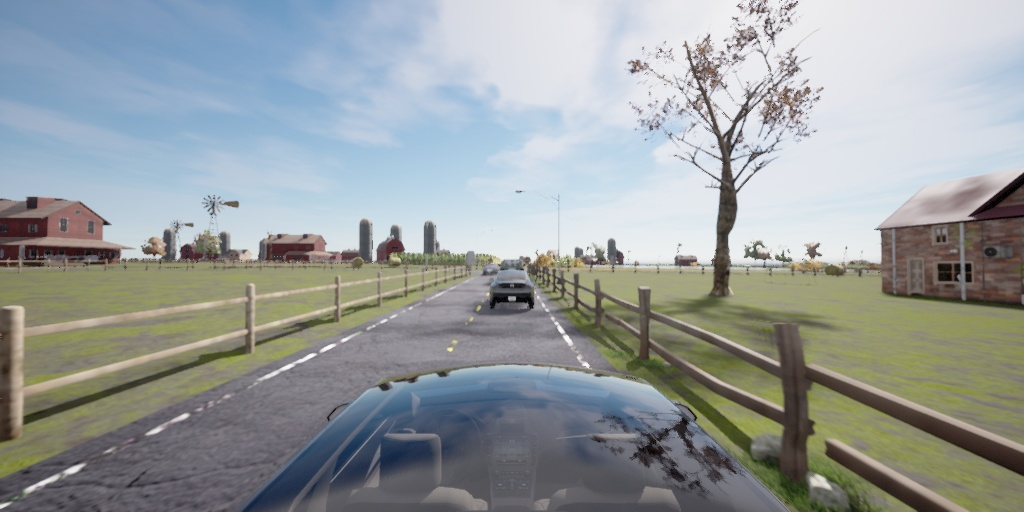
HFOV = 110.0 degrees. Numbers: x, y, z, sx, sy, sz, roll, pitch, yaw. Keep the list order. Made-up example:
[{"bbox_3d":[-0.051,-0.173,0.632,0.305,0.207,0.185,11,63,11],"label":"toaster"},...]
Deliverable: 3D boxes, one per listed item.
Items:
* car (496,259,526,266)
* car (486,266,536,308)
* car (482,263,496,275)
[{"bbox_3d":[0.008,1.264,30.871,2.150,2.045,5.566,0,0,0],"label":"car"},{"bbox_3d":[0.007,1.401,16.163,1.837,1.490,4.892,0,0,0],"label":"car"},{"bbox_3d":[-2.743,1.710,46.307,2.128,1.511,4.902,0,-1,0],"label":"car"}]
